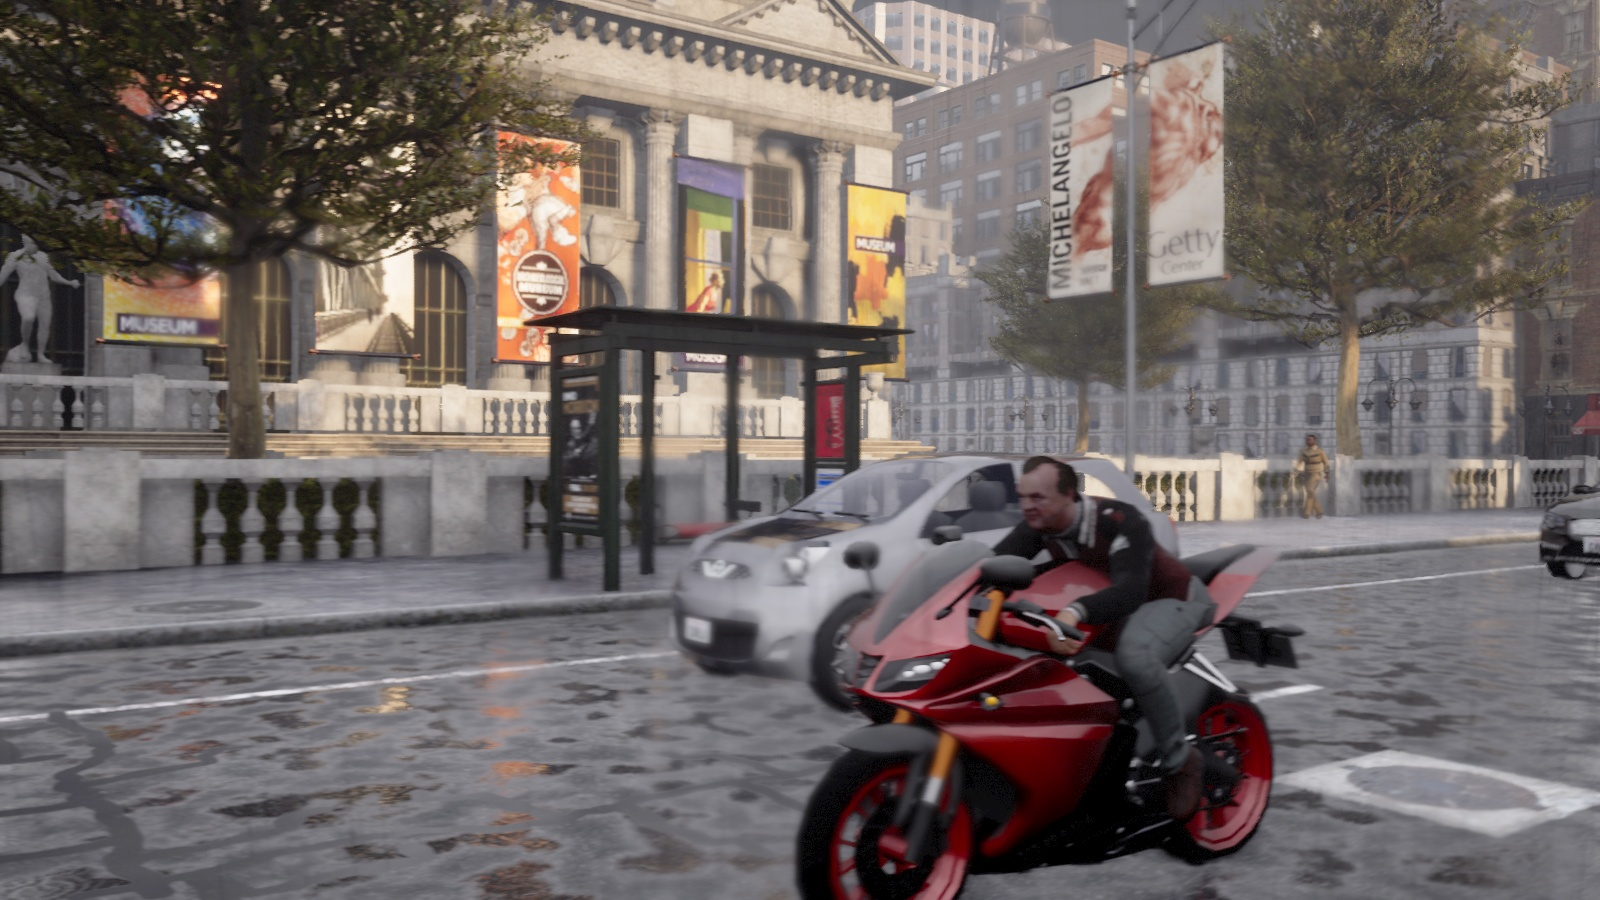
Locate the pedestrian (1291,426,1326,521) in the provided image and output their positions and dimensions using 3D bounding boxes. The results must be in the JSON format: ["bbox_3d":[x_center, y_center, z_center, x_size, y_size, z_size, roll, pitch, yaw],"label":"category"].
[{"bbox_3d":[10.554,0.485,26.067,0.692,1.930,0.396,0,0,-40],"label":"pedestrian"}]

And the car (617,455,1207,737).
[{"bbox_3d":[0.823,0.787,8.495,3.633,1.501,1.845,0,0,-35],"label":"car"}]

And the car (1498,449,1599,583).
[{"bbox_3d":[10.968,0.747,15.581,4.902,1.511,2.128,0,0,-35],"label":"car"}]

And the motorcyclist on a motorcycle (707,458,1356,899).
[{"bbox_3d":[0.853,0.794,4.250,2.191,1.530,0.866,0,0,-35],"label":"motorcyclist on a motorcycle"}]
